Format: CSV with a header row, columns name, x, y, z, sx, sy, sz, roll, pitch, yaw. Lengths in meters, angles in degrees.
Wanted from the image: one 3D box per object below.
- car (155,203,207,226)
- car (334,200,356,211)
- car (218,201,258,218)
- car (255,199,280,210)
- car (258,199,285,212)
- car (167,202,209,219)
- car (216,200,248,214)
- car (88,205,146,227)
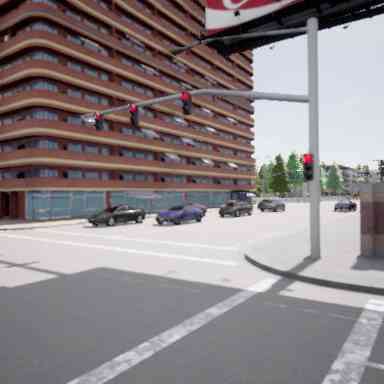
name,x,y,z,sx,sy,sz,roll,pitch,yaw
car,-0.871,1.731,25.943,1.812,1.442,4.674,-1,-1,35
car,19.540,1.663,42.428,2.033,1.411,5.357,-1,-1,35
car,4.475,1.712,33.557,1.837,1.490,4.892,-1,-1,35
car,11.227,1.759,49.133,1.837,1.490,4.892,-1,-1,36
car,10.189,1.734,41.634,1.812,1.442,4.674,-1,-1,36
car,-0.303,1.777,32.839,1.812,1.442,4.674,-1,-1,35
car,4.877,1.779,40.201,1.812,1.442,4.674,-1,0,35
car,-5.617,1.755,25.321,1.837,1.490,4.892,-1,-1,35
